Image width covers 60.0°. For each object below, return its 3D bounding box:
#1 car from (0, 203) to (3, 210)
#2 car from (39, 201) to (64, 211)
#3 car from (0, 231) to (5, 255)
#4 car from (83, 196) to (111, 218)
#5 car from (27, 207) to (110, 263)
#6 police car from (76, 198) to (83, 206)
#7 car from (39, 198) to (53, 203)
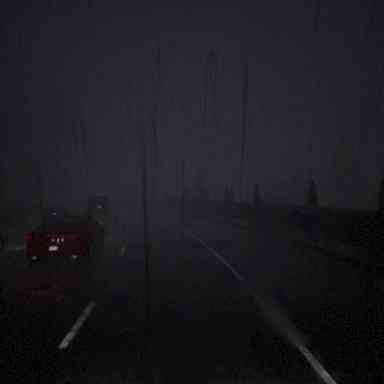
[{"bbox_3d":[-25.539,1.989,42.952,1.895,1.301,4.718,0,0,-29],"label":"car"},{"bbox_3d":[-11.650,1.777,28.504,1.994,1.385,4.181,0,0,-17],"label":"car"},{"bbox_3d":[-7.769,1.587,10.631,1.837,1.490,4.892,0,0,-7],"label":"car"},{"bbox_3d":[-9.060,1.442,31.988,2.150,2.045,5.566,0,0,-19],"label":"car"},{"bbox_3d":[-4.471,1.561,12.453,1.882,1.535,5.008,0,0,-7],"label":"car"},{"bbox_3d":[-20.662,1.879,63.673,1.930,1.638,5.238,0,0,-37],"label":"police car"},{"bbox_3d":[-33.436,2.006,76.166,4.181,1.385,1.994,-1,0,42],"label":"car"}]
